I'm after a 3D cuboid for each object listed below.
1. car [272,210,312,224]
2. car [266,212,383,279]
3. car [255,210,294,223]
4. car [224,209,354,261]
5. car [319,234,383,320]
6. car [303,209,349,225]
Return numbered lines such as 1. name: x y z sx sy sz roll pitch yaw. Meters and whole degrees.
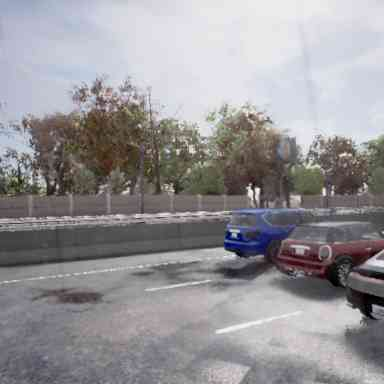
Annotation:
1. car: 11.421 2.854 38.014 4.181 1.385 1.994 0 -3 -29
2. car: 4.860 1.667 10.265 4.553 1.767 2.097 0 -3 -29
3. car: 10.350 2.979 41.416 4.674 1.442 1.812 0 -3 -29
4. car: 3.945 1.700 13.755 5.566 2.045 2.150 0 -3 -29
5. car: 5.087 1.644 6.389 4.902 1.511 2.128 0 -3 -29
6. car: 14.427 2.628 35.681 4.892 1.490 1.837 0 -3 -29
